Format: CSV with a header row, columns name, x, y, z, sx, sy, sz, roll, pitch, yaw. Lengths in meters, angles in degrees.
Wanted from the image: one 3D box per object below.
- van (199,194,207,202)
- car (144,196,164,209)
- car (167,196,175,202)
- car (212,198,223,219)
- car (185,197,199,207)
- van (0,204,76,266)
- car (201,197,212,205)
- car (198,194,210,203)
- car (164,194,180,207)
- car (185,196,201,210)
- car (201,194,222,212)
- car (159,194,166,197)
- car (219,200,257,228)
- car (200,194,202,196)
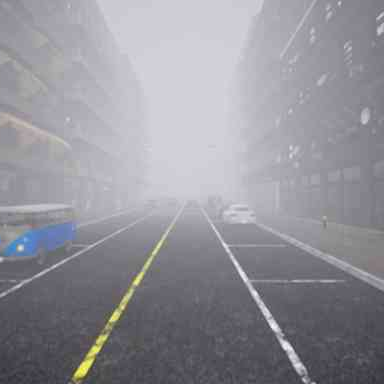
name,x,y,z,sx,sy,sz,roll,pitch,yaw
van,2.556,1.402,77.543,1.690,1.788,3.998,1,0,0
car,-5.295,1.559,44.414,1.947,1.339,4.313,1,0,0
car,-5.296,1.661,83.129,1.802,1.307,4.206,1,0,0
car,3.025,1.510,28.739,1.812,1.442,4.674,0,0,0
car,0.014,1.566,51.911,1.994,1.385,4.181,0,0,0
van,-5.290,1.329,11.229,1.690,1.788,3.998,2,0,0
car,2.551,1.600,60.948,1.802,1.307,4.206,1,0,0
car,2.556,1.360,72.012,2.192,1.841,5.009,1,0,0
car,-2.830,1.477,50.041,1.882,1.535,5.008,0,0,0
car,0.054,1.517,41.597,1.812,1.442,4.674,0,-1,0
car,2.557,1.303,38.823,2.192,1.841,5.009,1,0,0
car,-5.290,1.333,61.004,2.192,1.841,5.009,1,0,0
car,3.025,1.509,21.737,1.812,1.442,4.674,0,0,0
car,2.554,1.440,49.886,1.967,1.590,4.097,1,0,0
